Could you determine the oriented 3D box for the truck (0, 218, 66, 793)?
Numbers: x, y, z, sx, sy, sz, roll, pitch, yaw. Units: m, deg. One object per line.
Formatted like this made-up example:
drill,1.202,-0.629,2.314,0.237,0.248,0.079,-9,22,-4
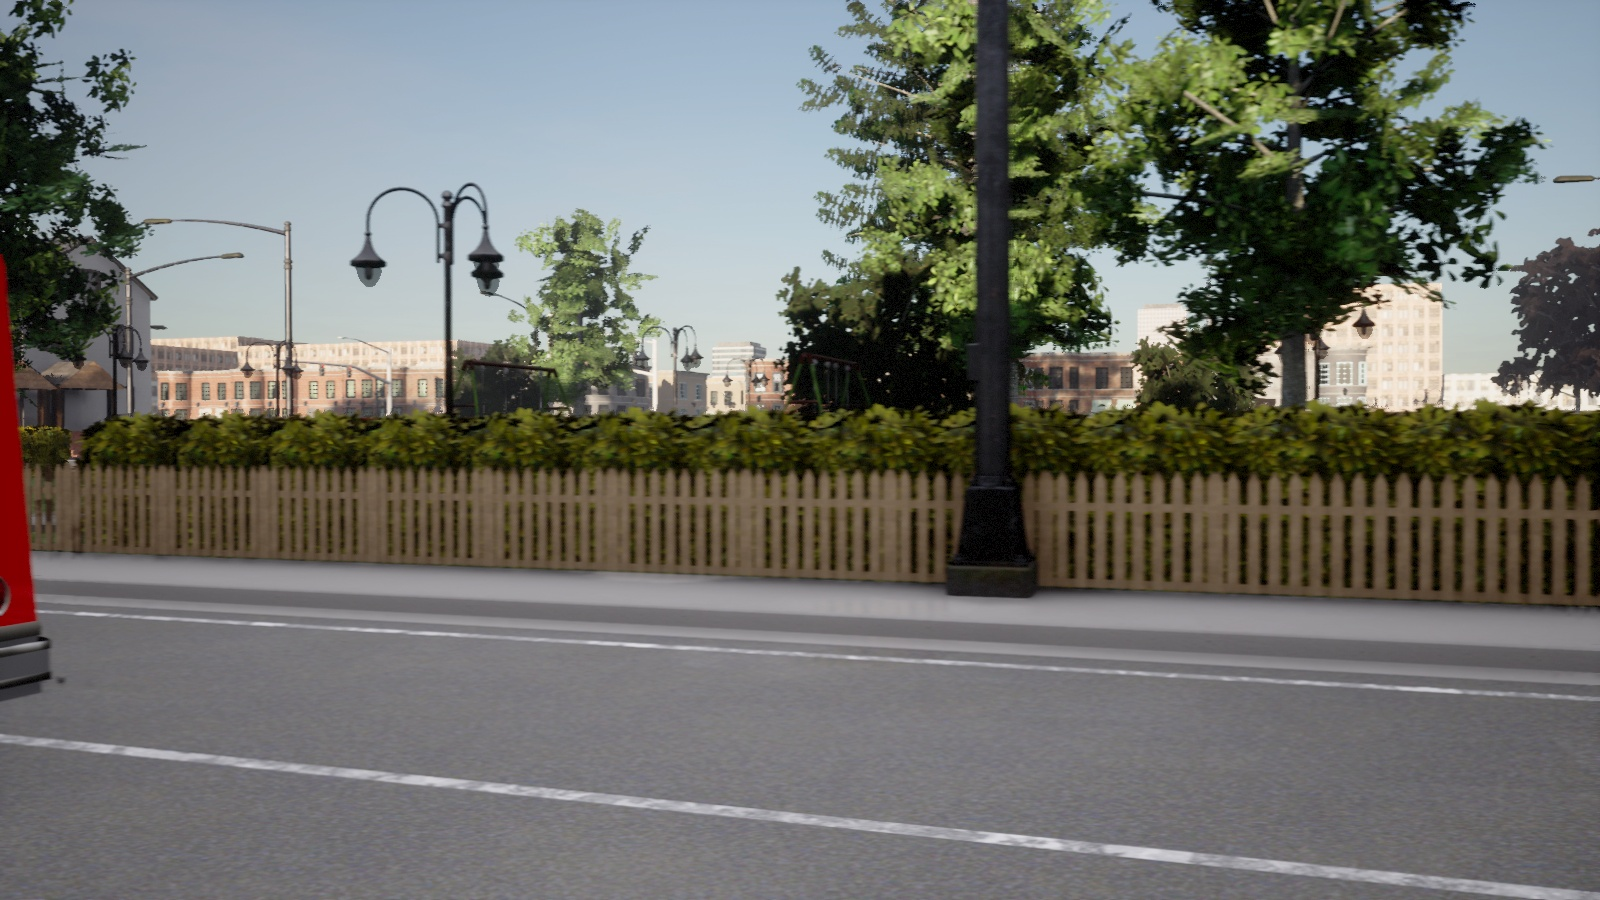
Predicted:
truck,-6.220,0.232,5.280,5.204,2.467,2.627,1,1,19
